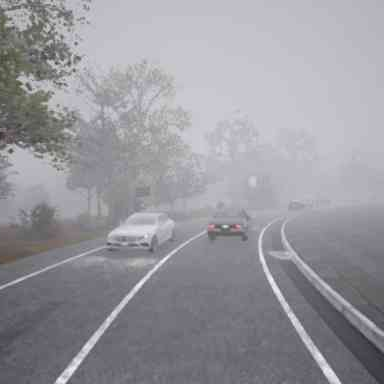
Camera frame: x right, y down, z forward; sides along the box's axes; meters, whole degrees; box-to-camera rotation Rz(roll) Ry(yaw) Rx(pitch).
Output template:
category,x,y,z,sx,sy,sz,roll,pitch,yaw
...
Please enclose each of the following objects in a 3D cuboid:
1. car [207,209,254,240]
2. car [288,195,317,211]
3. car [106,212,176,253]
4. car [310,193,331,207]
category,x,y,z,sx,sy,sz,roll,pitch,yaw
car,2.088,1.566,17.013,2.033,1.411,5.357,-1,0,14
car,12.863,1.436,39.315,1.812,1.442,4.674,-4,-2,37
car,-1.964,1.595,14.178,1.812,1.442,4.674,-1,-1,11
car,19.257,1.171,51.163,5.566,2.045,2.150,-2,-3,-41
